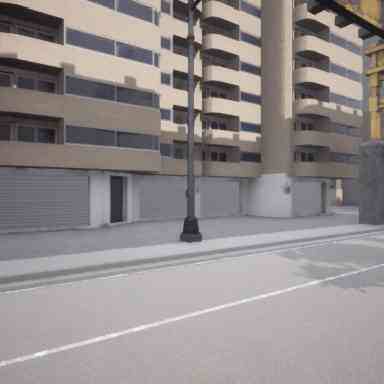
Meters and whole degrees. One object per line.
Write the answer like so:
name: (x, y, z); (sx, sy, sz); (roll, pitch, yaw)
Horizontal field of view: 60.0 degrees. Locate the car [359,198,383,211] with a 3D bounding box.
car: (19.625, 1.295, 34.404); (1.853, 1.218, 4.536); (0, 0, -10)
